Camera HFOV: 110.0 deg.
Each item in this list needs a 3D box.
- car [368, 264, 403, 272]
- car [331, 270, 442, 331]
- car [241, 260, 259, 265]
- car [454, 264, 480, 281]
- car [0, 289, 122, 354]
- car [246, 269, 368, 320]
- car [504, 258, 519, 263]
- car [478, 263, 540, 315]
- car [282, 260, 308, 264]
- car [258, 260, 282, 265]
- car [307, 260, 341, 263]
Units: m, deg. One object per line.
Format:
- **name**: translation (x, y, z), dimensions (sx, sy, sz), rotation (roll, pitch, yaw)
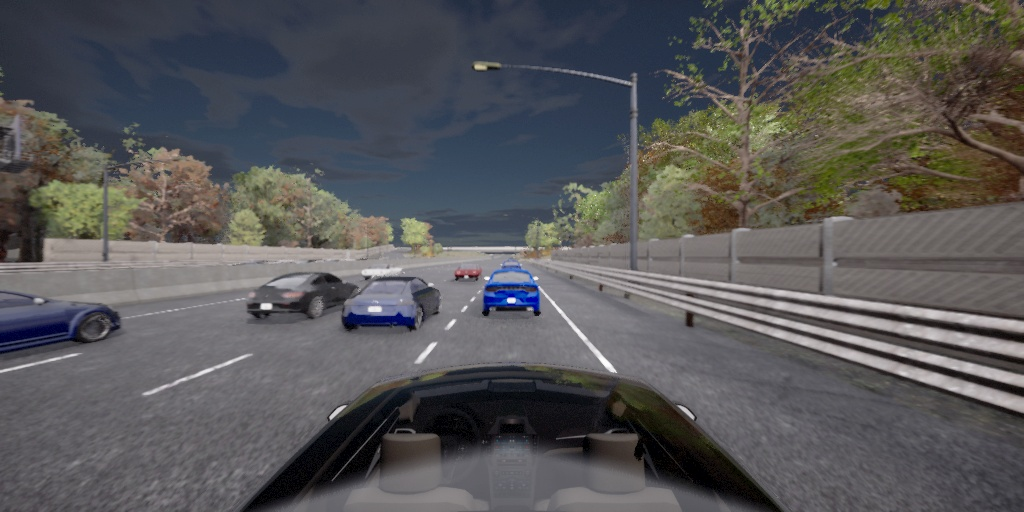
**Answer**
- **car**: translation (-10.453, 1.292, 29.365), dimensions (1.895, 1.301, 4.718), rotation (0, 0, 0)
- **car**: translation (-3.415, 1.293, 10.929), dimensions (1.994, 1.385, 4.181), rotation (0, 0, 0)
- **car**: translation (-31.638, 1.225, 44.166), dimensions (1.994, 1.385, 4.181), rotation (0, 0, 0)
- **car**: translation (-3.452, 1.297, 29.367), dimensions (1.895, 1.301, 4.718), rotation (0, 0, 0)
- **car**: translation (-10.406, 1.295, 6.875), dimensions (1.994, 1.385, 4.181), rotation (0, 0, 0)
- **car**: translation (-6.920, 1.249, 12.397), dimensions (1.812, 1.442, 4.674), rotation (0, 0, 0)
- **car**: translation (-0.064, 1.172, 33.569), dimensions (1.882, 1.535, 5.008), rotation (0, 0, 0)
- **car**: translation (-0.023, 1.206, 13.429), dimensions (1.882, 1.535, 5.008), rotation (0, 0, 0)
- **car**: translation (-24.645, 1.193, 42.660), dimensions (1.812, 1.442, 4.674), rotation (0, 0, 0)
- **car**: translation (-28.139, 1.265, 43.877), dimensions (1.895, 1.301, 4.718), rotation (0, 0, 0)
- **car**: translation (-21.146, 1.218, 42.023), dimensions (2.033, 1.411, 5.357), rotation (0, 0, 0)
